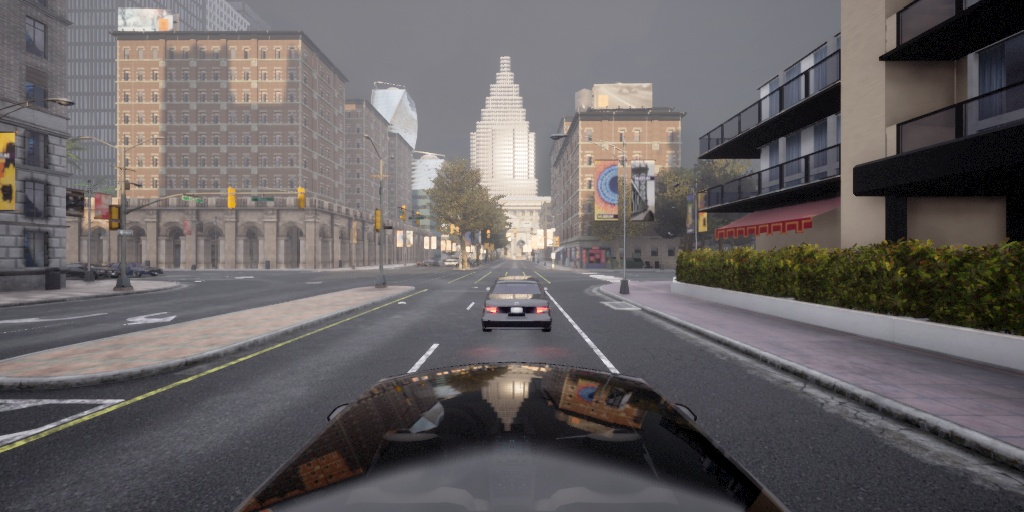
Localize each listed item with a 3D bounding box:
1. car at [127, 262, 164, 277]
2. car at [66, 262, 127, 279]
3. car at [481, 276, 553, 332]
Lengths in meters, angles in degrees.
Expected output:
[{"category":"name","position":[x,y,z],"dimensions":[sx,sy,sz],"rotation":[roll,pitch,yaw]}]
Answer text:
[{"category":"car","position":[-37.008,1.297,34.629],"dimensions":[5.357,1.411,2.033],"rotation":[0,0,0]},{"category":"car","position":[-36.943,1.276,31.137],"dimensions":[4.674,1.442,1.812],"rotation":[0,0,0]},{"category":"car","position":[0.144,1.297,10.812],"dimensions":[2.033,1.411,5.357],"rotation":[0,0,1]}]
